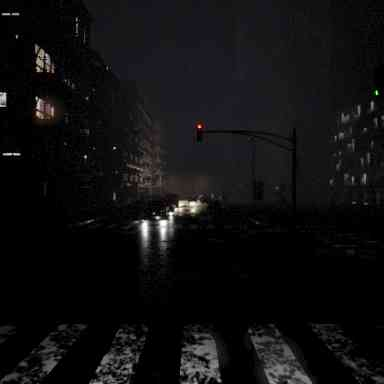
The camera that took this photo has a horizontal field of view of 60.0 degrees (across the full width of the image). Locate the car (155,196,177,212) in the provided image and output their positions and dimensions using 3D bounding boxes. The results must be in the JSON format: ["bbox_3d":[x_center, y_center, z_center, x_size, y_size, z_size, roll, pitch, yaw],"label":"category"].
[{"bbox_3d":[-3.078,1.521,39.062,1.812,1.442,4.674,0,0,0],"label":"car"}]

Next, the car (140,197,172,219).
[{"bbox_3d":[-3.086,1.501,29.308,1.837,1.490,4.892,0,0,0],"label":"car"}]

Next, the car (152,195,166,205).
[{"bbox_3d":[-5.676,1.439,57.935,1.967,1.590,4.097,-1,0,0],"label":"car"}]

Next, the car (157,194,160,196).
[{"bbox_3d":[-5.681,1.312,52.287,2.192,1.841,5.009,-1,0,0],"label":"car"}]

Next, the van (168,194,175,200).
[{"bbox_3d":[-5.662,1.350,91.828,1.690,1.788,3.998,-1,0,0],"label":"van"}]

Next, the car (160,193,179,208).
[{"bbox_3d":[-3.068,1.218,49.409,2.150,2.045,5.566,0,0,0],"label":"car"}]

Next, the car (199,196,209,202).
[{"bbox_3d":[2.680,1.548,74.936,1.887,1.381,4.507,-1,0,0],"label":"car"}]

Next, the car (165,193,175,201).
[{"bbox_3d":[-5.666,1.322,86.180,2.192,1.841,5.009,-1,0,0],"label":"car"}]

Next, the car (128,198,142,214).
[{"bbox_3d":[-5.685,1.540,35.339,1.887,1.381,4.507,-1,0,0],"label":"car"}]

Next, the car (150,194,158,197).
[{"bbox_3d":[-5.684,1.436,40.988,1.967,1.590,4.097,-1,0,0],"label":"car"}]

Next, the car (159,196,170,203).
[{"bbox_3d":[-5.669,1.583,69.233,1.802,1.307,4.206,-1,0,0],"label":"car"}]

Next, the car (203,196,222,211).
[{"bbox_3d":[2.664,1.540,41.042,1.887,1.381,4.507,-1,0,0],"label":"car"}]

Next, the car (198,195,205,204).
[{"bbox_3d":[2.675,1.551,63.637,2.008,1.369,4.403,-1,0,0],"label":"car"}]

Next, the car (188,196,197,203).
[{"bbox_3d":[0.134,1.549,69.761,2.033,1.411,5.357,0,0,0],"label":"car"}]

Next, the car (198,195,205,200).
[{"bbox_3d":[2.687,1.535,92.053,1.752,1.417,4.829,-1,0,0],"label":"car"}]
